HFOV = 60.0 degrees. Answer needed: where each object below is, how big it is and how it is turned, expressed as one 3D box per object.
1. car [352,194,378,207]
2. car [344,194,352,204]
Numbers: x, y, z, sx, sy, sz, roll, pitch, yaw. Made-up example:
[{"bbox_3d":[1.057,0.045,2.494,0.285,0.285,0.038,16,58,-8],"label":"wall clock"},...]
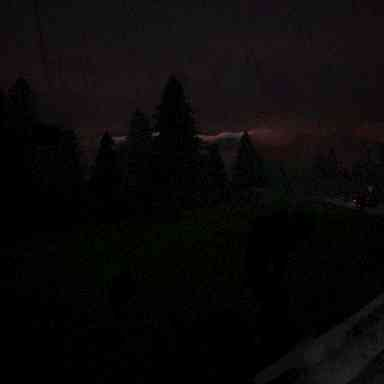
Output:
[{"bbox_3d":[22.327,1.121,42.467,2.128,1.511,4.902,-1,0,17],"label":"car"},{"bbox_3d":[25.237,1.099,52.387,1.812,1.442,4.674,-1,0,17],"label":"car"}]
